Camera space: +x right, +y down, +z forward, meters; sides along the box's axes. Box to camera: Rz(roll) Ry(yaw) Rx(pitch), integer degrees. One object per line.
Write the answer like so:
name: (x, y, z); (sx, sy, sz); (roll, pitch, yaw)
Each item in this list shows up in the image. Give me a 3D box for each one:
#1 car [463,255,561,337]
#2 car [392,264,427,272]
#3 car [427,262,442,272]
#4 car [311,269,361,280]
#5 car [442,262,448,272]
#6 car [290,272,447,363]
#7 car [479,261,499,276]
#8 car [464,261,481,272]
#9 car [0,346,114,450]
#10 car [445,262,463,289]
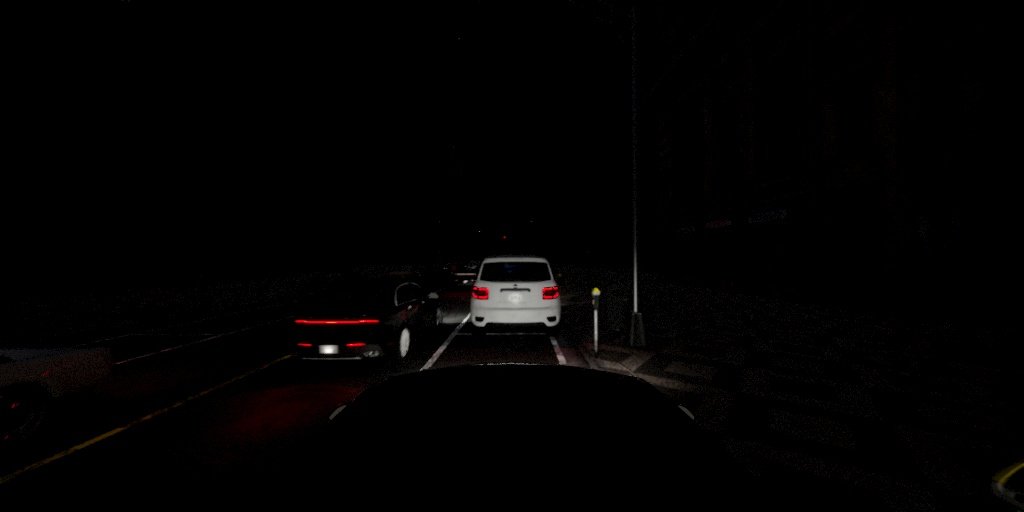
car: (0.116, 0.995, 10.501); (2.150, 2.045, 5.566); (0, 0, 1)
car: (-8.482, 1.375, 28.563); (1.751, 1.417, 4.829); (0, 0, 1)
car: (-8.395, 1.405, 34.258); (1.888, 1.381, 4.507); (0, 0, 1)
car: (-8.648, 1.373, 17.683); (1.888, 1.381, 4.507); (0, 0, 1)
car: (-8.311, 1.416, 39.782); (1.888, 1.381, 4.507); (0, 0, 1)
car: (-2.925, 1.282, 8.214); (1.837, 1.490, 4.892); (0, -1, 1)
car: (-2.531, 1.318, 40.138); (1.882, 1.535, 5.008); (0, 0, 1)
car: (-5.391, 1.405, 49.288); (1.812, 1.442, 4.674); (0, 0, 1)
car: (-6.213, 1.386, 2.451); (1.895, 1.301, 4.718); (0, 0, 1)
car: (-2.687, 1.300, 23.510); (2.128, 1.511, 4.902); (0, 0, 1)
